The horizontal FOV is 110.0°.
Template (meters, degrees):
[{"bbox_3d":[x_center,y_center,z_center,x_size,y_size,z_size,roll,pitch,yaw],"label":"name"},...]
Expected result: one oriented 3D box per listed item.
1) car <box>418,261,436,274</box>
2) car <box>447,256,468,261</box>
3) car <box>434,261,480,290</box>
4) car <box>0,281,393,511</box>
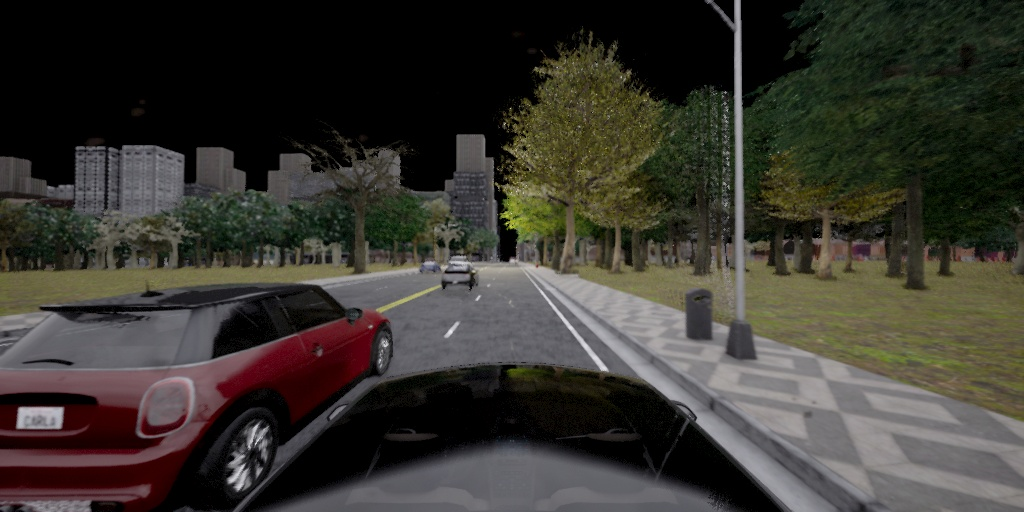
[{"bbox_3d":[-9.778,1.346,43.047,1.812,1.442,4.674,0,0,0],"label":"car"},{"bbox_3d":[-6.527,1.049,43.644,2.150,2.045,5.566,0,-1,0],"label":"car"},{"bbox_3d":[-3.126,1.255,22.248,2.128,1.511,4.902,0,0,0],"label":"car"},{"bbox_3d":[-3.149,1.099,4.520,2.097,1.767,4.553,0,0,0],"label":"car"}]
